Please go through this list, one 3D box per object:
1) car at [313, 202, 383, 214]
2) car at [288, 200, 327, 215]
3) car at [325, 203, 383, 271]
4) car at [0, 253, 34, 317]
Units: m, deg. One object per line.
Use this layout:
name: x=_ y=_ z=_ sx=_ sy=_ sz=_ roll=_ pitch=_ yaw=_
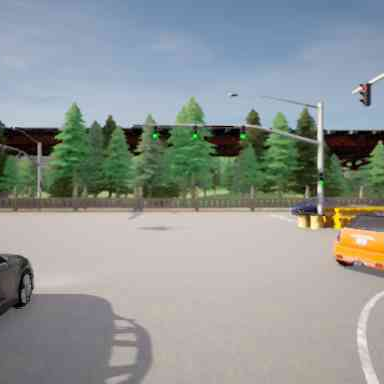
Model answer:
car: x=11.906 y=1.591 z=24.690 sx=4.718 sy=1.301 sz=1.895 roll=0 pitch=0 yaw=-3
car: x=11.569 y=1.510 z=31.718 sx=4.674 sy=1.442 sz=1.812 roll=0 pitch=0 yaw=-2
car: x=6.483 y=1.349 z=9.820 sx=4.553 sy=1.767 sz=2.097 roll=0 pitch=1 yaw=-25
car: x=-3.944 y=1.500 z=4.928 sx=1.837 sy=1.490 sz=4.892 roll=0 pitch=1 yaw=-8
